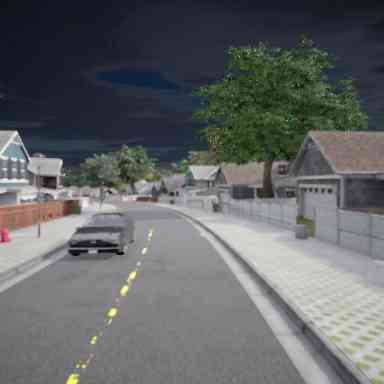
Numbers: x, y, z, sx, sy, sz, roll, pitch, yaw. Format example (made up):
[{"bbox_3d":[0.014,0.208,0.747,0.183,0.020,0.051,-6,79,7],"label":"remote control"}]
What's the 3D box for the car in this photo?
[{"bbox_3d":[-3.340,1.546,13.363,2.033,1.411,5.357,0,0,-3],"label":"car"}]
